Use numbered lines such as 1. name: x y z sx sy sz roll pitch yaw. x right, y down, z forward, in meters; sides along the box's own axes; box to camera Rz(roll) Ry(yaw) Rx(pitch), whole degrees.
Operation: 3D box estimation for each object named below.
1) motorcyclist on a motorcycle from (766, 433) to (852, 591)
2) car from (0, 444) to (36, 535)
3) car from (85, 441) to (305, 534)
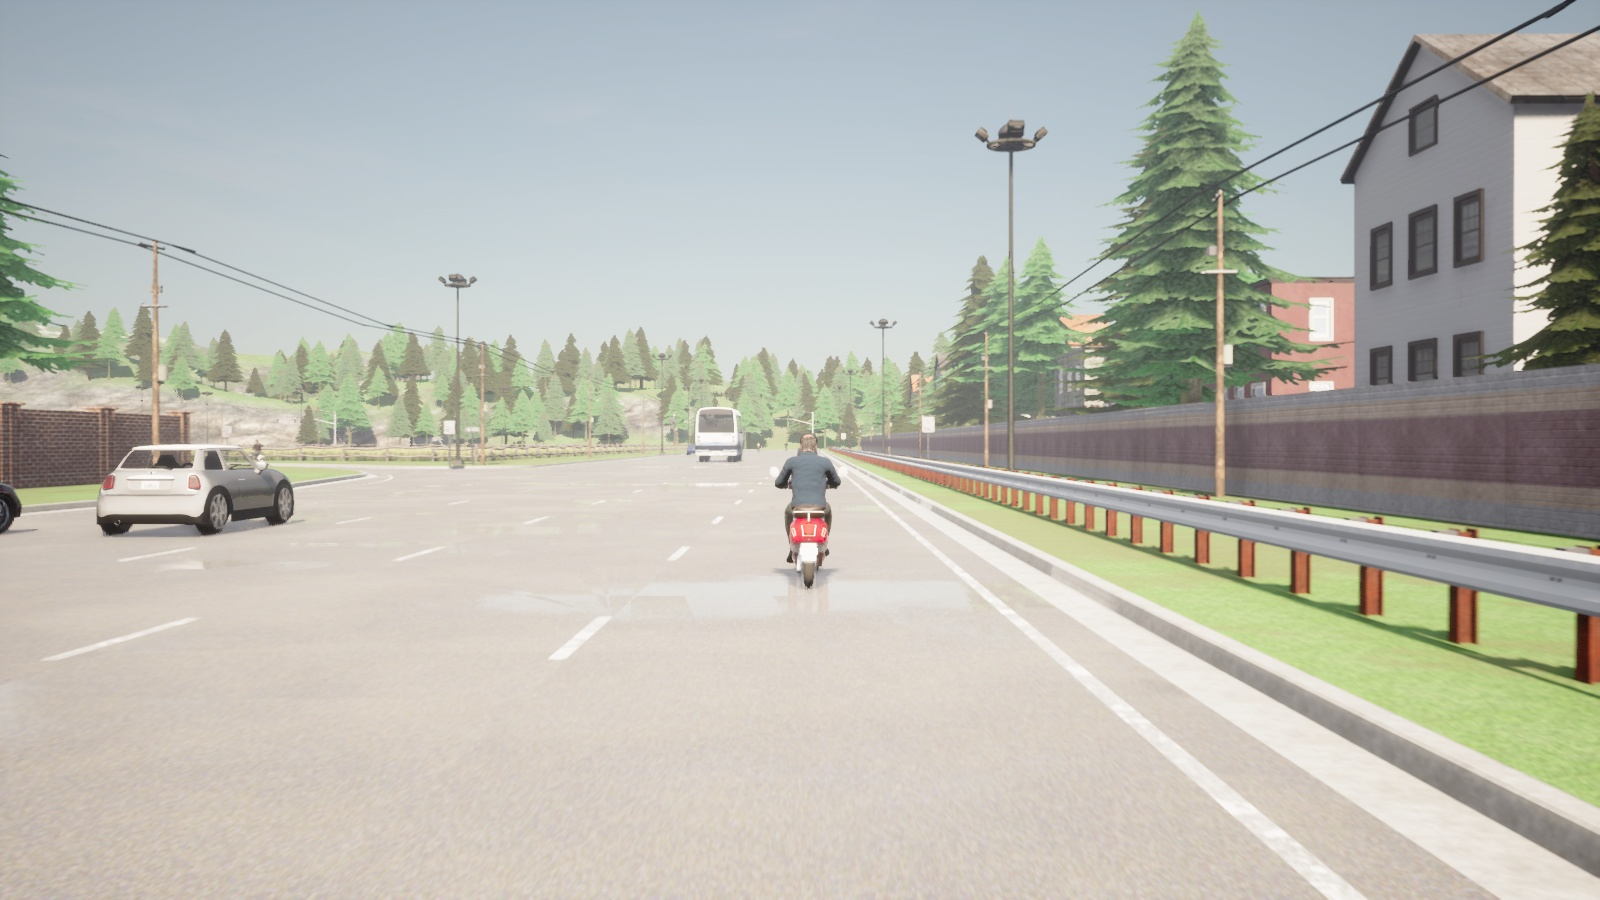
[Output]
1. motorcyclist on a motorcycle: 0.093 0.624 13.558 0.866 1.590 1.817 0 0 0
2. car: -13.875 0.641 19.186 1.816 1.474 4.193 0 0 0
3. car: -10.360 0.581 21.834 1.970 1.475 3.806 0 0 0
